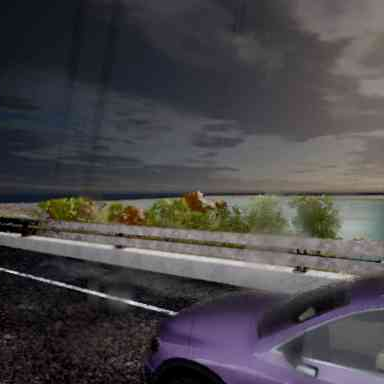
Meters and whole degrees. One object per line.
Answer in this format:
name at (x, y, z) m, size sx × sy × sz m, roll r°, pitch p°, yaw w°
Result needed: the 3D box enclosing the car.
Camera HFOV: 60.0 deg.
car at (1.776, 1.431, 2.599) m, size 4.856 × 1.649 × 2.033 m, roll -1°, pitch 0°, yaw 36°
